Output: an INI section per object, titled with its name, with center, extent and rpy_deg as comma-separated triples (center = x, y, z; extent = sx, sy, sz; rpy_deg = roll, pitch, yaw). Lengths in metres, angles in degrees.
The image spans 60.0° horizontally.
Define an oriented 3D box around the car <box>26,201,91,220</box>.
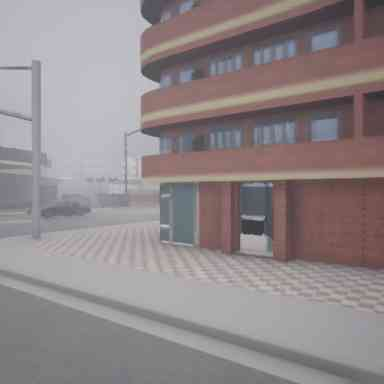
[car]
center = -11.252, 1.474, 28.543
extent = 2.033, 1.411, 5.357
rpy_deg = 0, 0, 35
